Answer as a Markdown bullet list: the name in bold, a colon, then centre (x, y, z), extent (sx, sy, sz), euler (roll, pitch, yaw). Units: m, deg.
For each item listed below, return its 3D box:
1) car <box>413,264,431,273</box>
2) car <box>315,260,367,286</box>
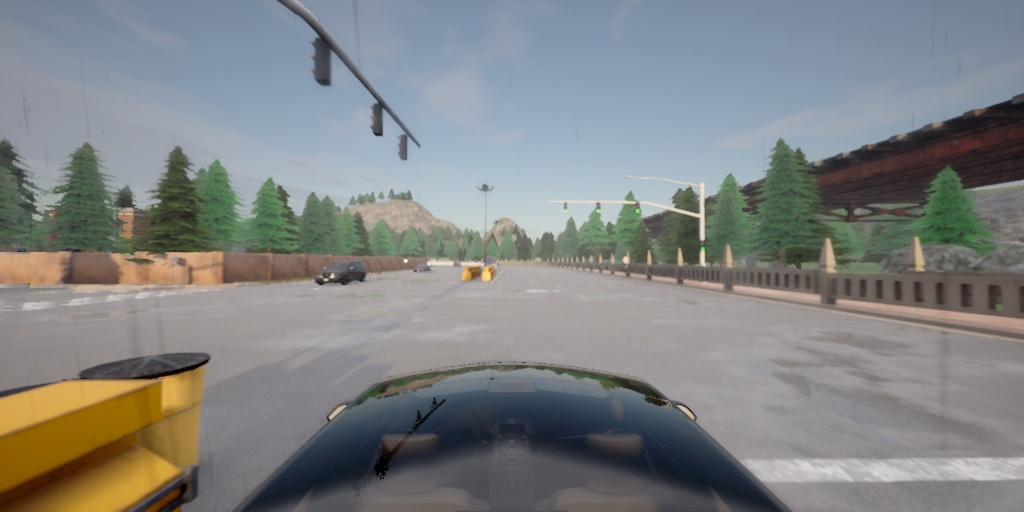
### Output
- **car**: centre (-13.993, 1.948, 56.124), extent (2.033, 1.411, 5.357), euler (0, 0, 0)
- **car**: centre (-13.995, 1.417, 29.737), extent (2.150, 2.045, 5.566), euler (0, 1, 0)
